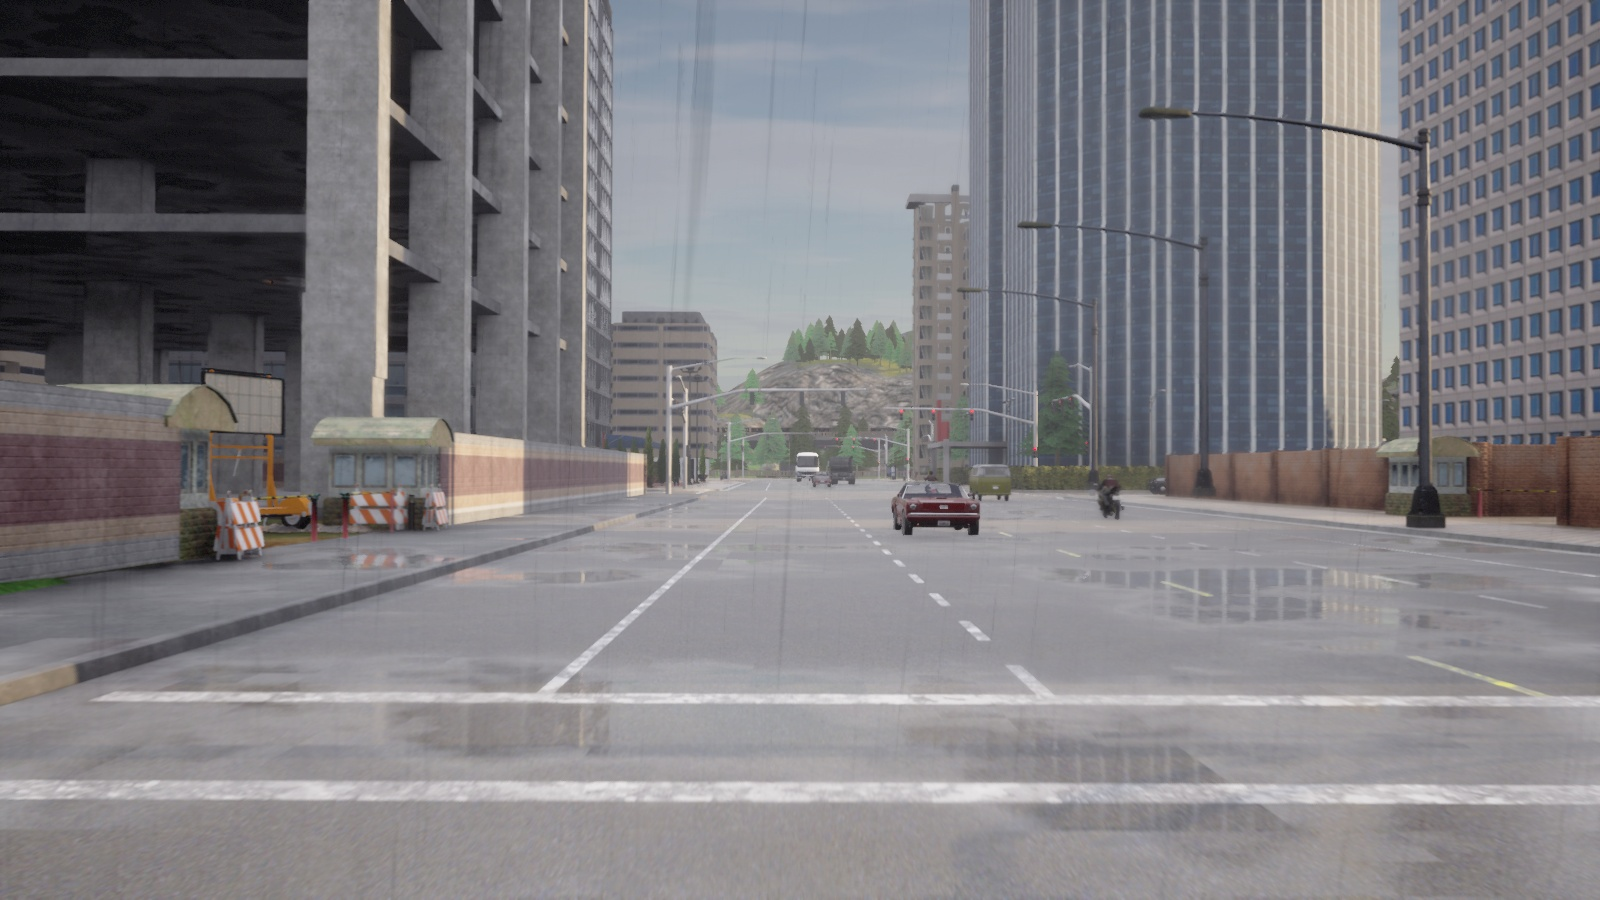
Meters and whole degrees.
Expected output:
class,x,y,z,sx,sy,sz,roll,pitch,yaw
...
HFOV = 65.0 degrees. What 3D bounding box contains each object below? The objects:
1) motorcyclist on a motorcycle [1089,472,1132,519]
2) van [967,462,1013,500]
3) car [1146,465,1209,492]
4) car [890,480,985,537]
class,x,y,z,sx,sy,sz,roll,pitch,yaw
motorcyclist on a motorcycle,10.401,1.514,42.139,0.866,1.530,2.191,0,-1,0
van,10.326,1.673,68.496,1.775,1.987,4.442,0,-1,0
car,26.622,1.988,88.650,3.866,1.878,1.905,0,-1,0
car,3.425,1.439,32.082,1.895,1.301,4.718,0,-1,0
